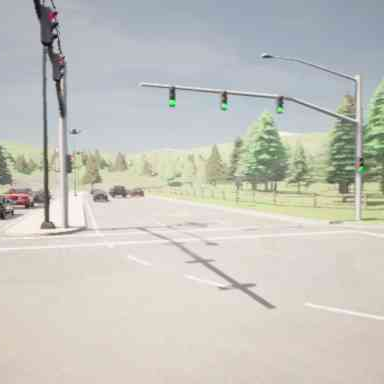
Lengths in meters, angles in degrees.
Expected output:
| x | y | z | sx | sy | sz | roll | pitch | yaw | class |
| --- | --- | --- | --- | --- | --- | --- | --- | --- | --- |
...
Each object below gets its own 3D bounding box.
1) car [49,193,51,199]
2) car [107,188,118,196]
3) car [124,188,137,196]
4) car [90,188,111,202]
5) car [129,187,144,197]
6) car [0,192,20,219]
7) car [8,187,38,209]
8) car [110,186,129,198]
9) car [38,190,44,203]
| x | y | z | sx | sy | sz | roll | pitch | yaw | class |
| --- | --- | --- | --- | --- | --- | --- | --- | --- | --- |
| -23.503 | 0.431 | 52.620 | 2.033 | 1.411 | 5.357 | -1 | 1 | -18 | car |
| -16.045 | -0.031 | 67.203 | 1.837 | 1.490 | 4.892 | -1 | 1 | -17 | car |
| -12.789 | -0.050 | 68.523 | 2.033 | 1.411 | 5.357 | -1 | 1 | -17 | car |
| -12.388 | 0.512 | 44.907 | 1.812 | 1.442 | 4.674 | -1 | 1 | -19 | car |
| -9.827 | -0.028 | 59.055 | 2.097 | 1.767 | 4.553 | -1 | 1 | -18 | car |
| -13.748 | 1.006 | 23.261 | 1.882 | 1.535 | 5.008 | -1 | 1 | -19 | car |
| -16.919 | 0.543 | 32.668 | 2.150 | 2.045 | 5.566 | -1 | 1 | -19 | car |
| -12.428 | -0.069 | 56.115 | 2.150 | 2.045 | 5.566 | -1 | 1 | -18 | car |
| -20.182 | 0.654 | 42.483 | 2.033 | 1.411 | 5.357 | -1 | 1 | -18 | car |
